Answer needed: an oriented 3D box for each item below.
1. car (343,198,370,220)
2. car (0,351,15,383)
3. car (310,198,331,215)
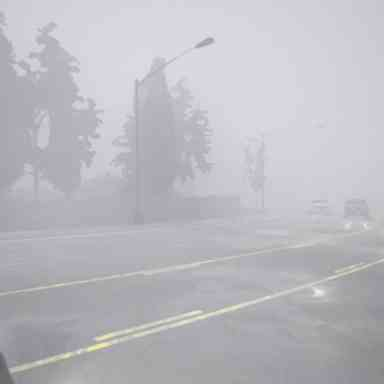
[{"bbox_3d":[16.748,1.655,33.887,2.150,2.045,5.566,0,-1,24],"label":"car"},{"bbox_3d":[-3.601,1.542,1.267,5.357,1.411,2.033,1,-1,-35],"label":"car"},{"bbox_3d":[15.888,1.796,41.402,2.150,2.045,5.566,0,-2,17],"label":"car"}]
